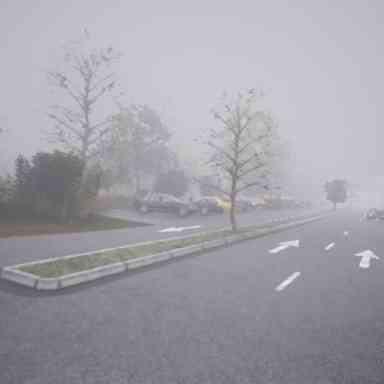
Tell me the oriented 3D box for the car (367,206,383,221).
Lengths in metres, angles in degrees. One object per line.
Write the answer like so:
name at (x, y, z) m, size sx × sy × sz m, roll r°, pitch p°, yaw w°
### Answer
car at (19.581, 2.447, 34.979) m, size 1.895 × 1.301 × 4.718 m, roll 5°, pitch 1°, yaw 30°

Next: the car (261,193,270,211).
car at (6.329, 1.178, 38.792) m, size 4.553 × 1.767 × 2.185 m, roll 4°, pitch 1°, yaw 10°

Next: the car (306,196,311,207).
car at (18.101, 1.866, 59.488) m, size 4.792 × 1.488 × 2.163 m, roll 4°, pitch 0°, yaw 10°

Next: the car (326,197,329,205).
car at (29.561, 2.376, 80.274) m, size 4.792 × 1.488 × 2.163 m, roll 4°, pitch 0°, yaw 8°

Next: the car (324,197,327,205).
car at (28.109, 2.312, 77.655) m, size 4.792 × 1.488 × 2.163 m, roll 4°, pitch 1°, yaw 8°

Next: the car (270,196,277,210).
car at (7.762, 1.408, 41.391) m, size 4.674 × 1.452 × 2.002 m, roll 4°, pitch 0°, yaw 10°

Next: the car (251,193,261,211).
car at (4.793, 1.107, 36.226) m, size 4.553 × 1.767 × 2.185 m, roll 4°, pitch 0°, yaw 10°

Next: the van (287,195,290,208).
van at (10.843, 1.284, 46.538) m, size 4.442 × 1.987 × 1.878 m, roll 4°, pitch 0°, yaw 10°

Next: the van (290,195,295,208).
van at (12.314, 1.350, 49.126) m, size 4.442 × 1.987 × 1.878 m, roll 4°, pitch 0°, yaw 10°

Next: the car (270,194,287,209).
car at (9.226, 1.182, 43.973) m, size 5.566 × 2.045 × 2.435 m, roll 4°, pitch 1°, yaw 10°

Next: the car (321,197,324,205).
car at (25.337, 2.161, 72.437) m, size 5.008 × 1.535 × 2.097 m, roll 4°, pitch 1°, yaw 9°

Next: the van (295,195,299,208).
van at (13.787, 1.417, 51.714) m, size 4.442 × 1.987 × 1.878 m, roll 4°, pitch 0°, yaw 10°

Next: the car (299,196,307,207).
car at (15.315, 1.710, 54.287) m, size 5.366 × 1.575 × 1.946 m, roll 4°, pitch 0°, yaw 10°

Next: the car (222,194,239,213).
car at (1.268, 1.068, 30.356) m, size 5.366 × 1.575 × 1.946 m, roll 4°, pitch 1°, yaw 10°

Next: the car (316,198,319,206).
car at (21.188, 1.976, 64.636) m, size 5.366 × 1.575 × 1.946 m, roll 4°, pitch 0°, yaw 10°

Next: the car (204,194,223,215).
car at (-0.228, 1.007, 27.382) m, size 4.892 × 1.521 × 2.231 m, roll 4°, pitch 1°, yaw 10°

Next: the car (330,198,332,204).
car at (33.407, 2.503, 88.192) m, size 5.366 × 1.575 × 1.946 m, roll 4°, pitch 1°, yaw 7°

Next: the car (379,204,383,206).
car at (24.542, 2.669, 43.770) m, size 1.895 × 1.301 × 4.718 m, roll 5°, pitch 1°, yaw 30°

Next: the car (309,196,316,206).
car at (19.531, 1.648, 62.073) m, size 5.566 × 2.045 × 2.435 m, roll 4°, pitch 1°, yaw 10°

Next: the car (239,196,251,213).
car at (3.160, 1.190, 33.275) m, size 4.792 × 1.488 × 2.163 m, roll 4°, pitch 0°, yaw 10°

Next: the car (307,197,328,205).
car at (32.231, 2.334, 85.538) m, size 4.553 × 1.767 × 2.185 m, roll 4°, pitch 0°, yaw 7°

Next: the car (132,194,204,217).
car at (-1.922, 0.929, 24.442) m, size 4.892 × 1.521 × 2.231 m, roll 4°, pitch 0°, yaw 10°
